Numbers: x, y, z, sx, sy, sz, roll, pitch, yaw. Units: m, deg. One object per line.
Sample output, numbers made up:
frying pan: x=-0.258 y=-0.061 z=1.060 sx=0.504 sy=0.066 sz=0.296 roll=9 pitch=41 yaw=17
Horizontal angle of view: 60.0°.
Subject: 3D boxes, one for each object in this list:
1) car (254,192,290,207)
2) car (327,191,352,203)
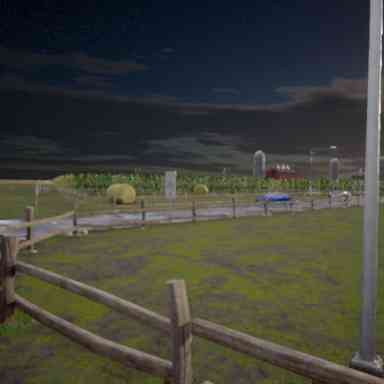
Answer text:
car: x=8.503 y=0.741 z=35.110 sx=5.008 sy=1.535 sz=1.882 roll=-1 pitch=2 yaw=-44
car: x=20.810 y=0.588 z=46.831 sx=4.902 sy=1.511 sz=2.128 roll=-1 pitch=2 yaw=-44
